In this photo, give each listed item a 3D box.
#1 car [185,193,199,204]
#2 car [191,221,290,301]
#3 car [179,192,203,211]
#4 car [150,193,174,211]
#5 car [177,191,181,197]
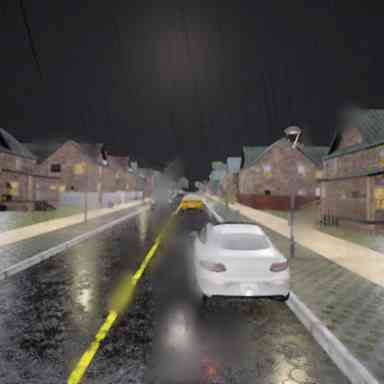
[{"bbox_3d":[-0.017,0.864,46.282,1.837,1.490,4.892,0,0,1],"label":"car"},{"bbox_3d":[0.952,1.410,7.897,1.812,1.442,4.674,0,1,0],"label":"car"},{"bbox_3d":[0.015,1.018,32.524,1.882,1.535,5.008,0,1,0],"label":"car"},{"bbox_3d":[-2.888,0.886,33.043,2.097,1.767,4.553,0,1,0],"label":"car"},{"bbox_3d":[-2.857,0.520,82.844,1.895,1.301,4.718,0,1,0],"label":"car"}]
